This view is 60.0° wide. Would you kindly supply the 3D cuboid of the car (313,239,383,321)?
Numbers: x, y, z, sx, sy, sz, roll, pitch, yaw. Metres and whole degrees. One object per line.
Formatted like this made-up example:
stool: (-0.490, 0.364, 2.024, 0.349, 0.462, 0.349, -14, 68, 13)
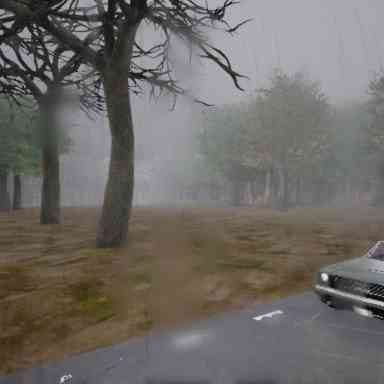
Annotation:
car: (4.518, 1.597, 6.578, 4.718, 1.301, 1.895, 0, 0, -36)
